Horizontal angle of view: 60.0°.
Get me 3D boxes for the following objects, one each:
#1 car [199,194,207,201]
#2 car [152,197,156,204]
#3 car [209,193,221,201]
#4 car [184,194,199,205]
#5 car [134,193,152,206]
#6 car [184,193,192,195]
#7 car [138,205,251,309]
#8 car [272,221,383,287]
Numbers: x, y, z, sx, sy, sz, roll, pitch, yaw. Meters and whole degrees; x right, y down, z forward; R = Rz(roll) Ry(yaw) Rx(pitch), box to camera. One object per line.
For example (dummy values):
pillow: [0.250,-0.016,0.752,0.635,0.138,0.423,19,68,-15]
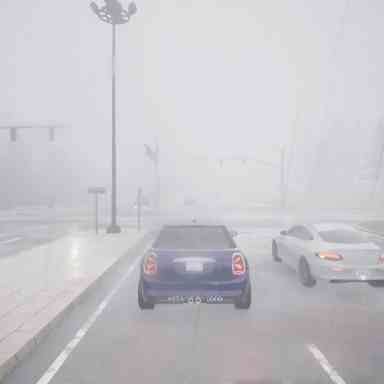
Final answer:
car: [2.723,1.513,85.405,1.812,1.442,4.674,0,0,-1]
car: [-8.469,1.563,65.801,1.994,1.385,4.181,0,0,-1]
car: [6.228,1.215,85.139,2.150,2.045,5.566,0,0,-1]
car: [-0.244,1.526,54.838,1.812,1.442,4.674,0,0,-1]
car: [-8.343,1.352,55.668,2.097,1.767,4.553,0,0,-1]
car: [-0.777,1.489,85.342,1.837,1.490,4.892,0,0,-1]
car: [0.058,1.352,8.018,2.097,1.767,4.553,0,0,0]
car: [3.561,1.526,9.222,1.812,1.442,4.674,0,0,0]
